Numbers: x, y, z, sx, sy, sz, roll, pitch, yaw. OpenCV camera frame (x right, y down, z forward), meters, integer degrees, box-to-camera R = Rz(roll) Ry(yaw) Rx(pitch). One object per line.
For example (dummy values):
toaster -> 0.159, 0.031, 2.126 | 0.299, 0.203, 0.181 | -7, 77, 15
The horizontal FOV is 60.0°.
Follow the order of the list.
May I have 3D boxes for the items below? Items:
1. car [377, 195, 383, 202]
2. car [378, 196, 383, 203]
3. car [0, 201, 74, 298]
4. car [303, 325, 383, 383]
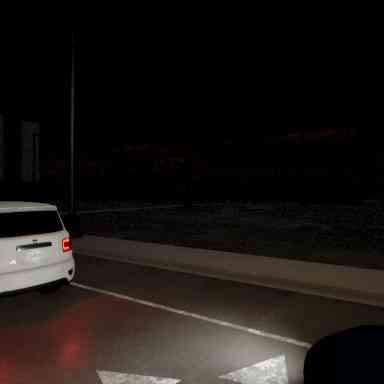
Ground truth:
car -> 39.923, 1.369, 67.954 | 1.853, 1.218, 4.536 | 1, 1, 6
car -> 39.916, 1.527, 67.905 | 2.038, 1.542, 4.974 | 1, 1, 6
car -> -5.028, 1.220, 7.571 | 5.566, 2.045, 2.150 | 0, 0, 35
car -> 3.010, 1.516, 1.840 | 4.674, 1.442, 1.812 | 0, 0, 35
